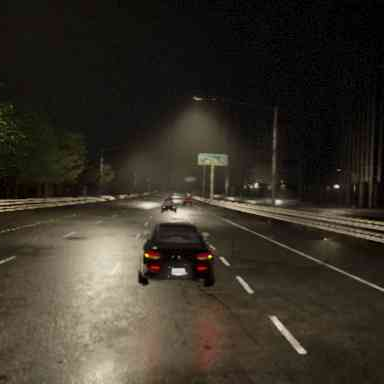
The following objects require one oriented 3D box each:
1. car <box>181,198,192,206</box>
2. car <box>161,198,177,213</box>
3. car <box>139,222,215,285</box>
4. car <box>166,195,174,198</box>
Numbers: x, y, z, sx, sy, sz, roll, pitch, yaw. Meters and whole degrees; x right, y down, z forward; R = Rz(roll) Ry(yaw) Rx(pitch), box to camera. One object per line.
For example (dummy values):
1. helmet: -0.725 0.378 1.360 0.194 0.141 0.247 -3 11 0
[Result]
1. car: -1.029 1.987 66.457 1.837 1.490 4.892 2 -1 -4
2. car: -2.862 1.856 41.526 1.895 1.301 4.718 2 0 -4
3. car: -0.458 1.596 9.599 1.812 1.442 4.674 2 -1 -4
4. car: -4.702 1.874 67.421 1.837 1.490 4.892 2 0 -4
